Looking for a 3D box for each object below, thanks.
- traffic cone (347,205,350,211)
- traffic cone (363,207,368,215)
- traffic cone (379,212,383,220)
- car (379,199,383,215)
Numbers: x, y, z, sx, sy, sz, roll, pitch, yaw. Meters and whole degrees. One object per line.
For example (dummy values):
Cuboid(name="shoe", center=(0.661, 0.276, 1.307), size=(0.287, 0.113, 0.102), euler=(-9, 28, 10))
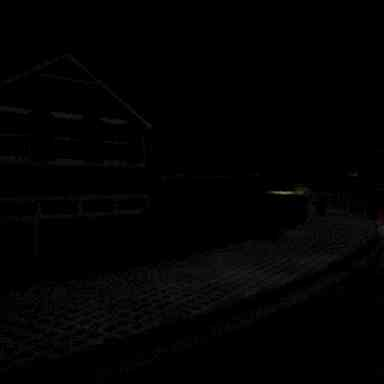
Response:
Cuboid(name="traffic cone", center=(14.896, 1.492, 31.718), size=(0.340, 0.580, 0.340), euler=(-1, 1, 6))
Cuboid(name="traffic cone", center=(14.124, 1.549, 27.071), size=(0.340, 0.580, 0.340), euler=(-1, 1, 13))
Cuboid(name="traffic cone", center=(12.822, 1.614, 22.543), size=(0.340, 0.580, 0.340), euler=(-1, 1, 19))
Cuboid(name="car", center=(15.323, 1.105, 24.576), size=(1.837, 1.490, 4.892), euler=(0, 1, 15))
